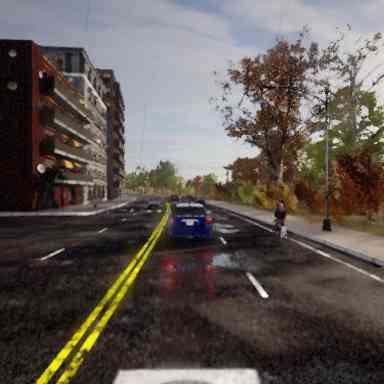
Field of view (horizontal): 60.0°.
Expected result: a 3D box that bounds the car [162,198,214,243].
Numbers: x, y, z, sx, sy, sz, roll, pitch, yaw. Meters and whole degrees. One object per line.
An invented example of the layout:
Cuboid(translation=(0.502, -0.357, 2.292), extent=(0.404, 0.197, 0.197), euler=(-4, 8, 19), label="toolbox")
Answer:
Cuboid(translation=(-0.140, 1.336, 16.047), extent=(2.097, 1.767, 4.553), euler=(0, 0, -1), label="car")

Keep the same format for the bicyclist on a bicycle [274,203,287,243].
Cuboid(translation=(3.935, 1.354, 14.960), extent=(0.659, 1.776, 1.843), euler=(0, 0, -1), label="bicyclist on a bicycle")

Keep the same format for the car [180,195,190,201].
Cuboid(translation=(-1.702, 1.439, 81.607), extent=(1.994, 1.385, 4.181), euler=(0, 0, -7), label="car")

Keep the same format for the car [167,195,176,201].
Cuboid(translation=(-4.946, 1.362, 81.372), extent=(1.994, 1.385, 4.181), euler=(0, 0, -7), label="car")

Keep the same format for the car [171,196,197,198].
Cuboid(translation=(-0.905, 1.454, 35.469), extent=(2.128, 1.511, 4.902), euler=(0, 0, -3), label="car")

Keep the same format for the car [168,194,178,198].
Cuboid(translation=(-3.797, 1.260, 71.155), extent=(2.097, 1.767, 4.553), euler=(0, 0, -6), label="car")

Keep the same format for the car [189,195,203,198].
Cuboid(translation=(1.107, 1.480, 54.386), extent=(2.033, 1.411, 5.357), euler=(0, 0, -5), label="car")

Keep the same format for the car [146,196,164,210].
Cuboid(translation=(-4.765, 1.503, 42.798), extent=(2.033, 1.411, 5.357), euler=(0, 0, -4), label="car")

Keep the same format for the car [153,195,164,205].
Cuboid(translation=(-6.068, 1.407, 60.392), extent=(1.882, 1.535, 5.008), euler=(0, 0, -5), label="car")
